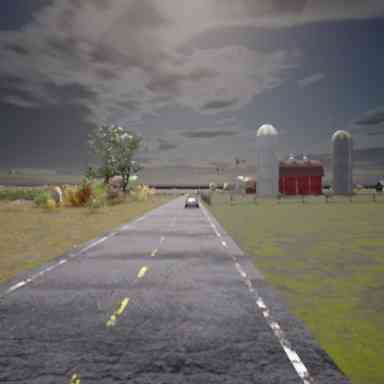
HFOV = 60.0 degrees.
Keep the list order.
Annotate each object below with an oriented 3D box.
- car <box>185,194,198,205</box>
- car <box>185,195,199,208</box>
[{"bbox_3d":[-0.009,1.222,56.246,2.097,1.767,4.553,0,0,0],"label":"car"},{"bbox_3d":[-0.007,1.451,46.202,1.994,1.385,4.181,0,0,0],"label":"car"}]
